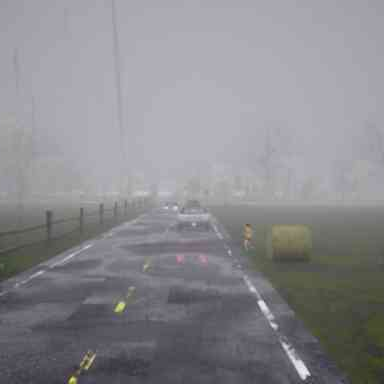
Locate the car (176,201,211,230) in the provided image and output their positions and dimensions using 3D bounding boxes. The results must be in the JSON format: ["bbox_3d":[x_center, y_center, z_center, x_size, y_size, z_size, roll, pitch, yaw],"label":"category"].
[{"bbox_3d":[0.104,1.476,20.308,1.895,1.301,4.718,0,0,0],"label":"car"}]

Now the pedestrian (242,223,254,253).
[{"bbox_3d":[2.059,1.606,11.941,0.500,1.100,0.500,0,1,-1],"label":"pedestrian"}]

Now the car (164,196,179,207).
[{"bbox_3d":[-2.743,1.266,46.232,2.033,1.411,5.357,0,0,0],"label":"car"}]

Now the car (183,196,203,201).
[{"bbox_3d":[0.107,1.263,37.462,1.837,1.490,4.892,0,0,0],"label":"car"}]

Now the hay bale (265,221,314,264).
[{"bbox_3d":[3.131,1.592,10.822,1.220,1.180,1.240,0,1,0],"label":"hay bale"}]
